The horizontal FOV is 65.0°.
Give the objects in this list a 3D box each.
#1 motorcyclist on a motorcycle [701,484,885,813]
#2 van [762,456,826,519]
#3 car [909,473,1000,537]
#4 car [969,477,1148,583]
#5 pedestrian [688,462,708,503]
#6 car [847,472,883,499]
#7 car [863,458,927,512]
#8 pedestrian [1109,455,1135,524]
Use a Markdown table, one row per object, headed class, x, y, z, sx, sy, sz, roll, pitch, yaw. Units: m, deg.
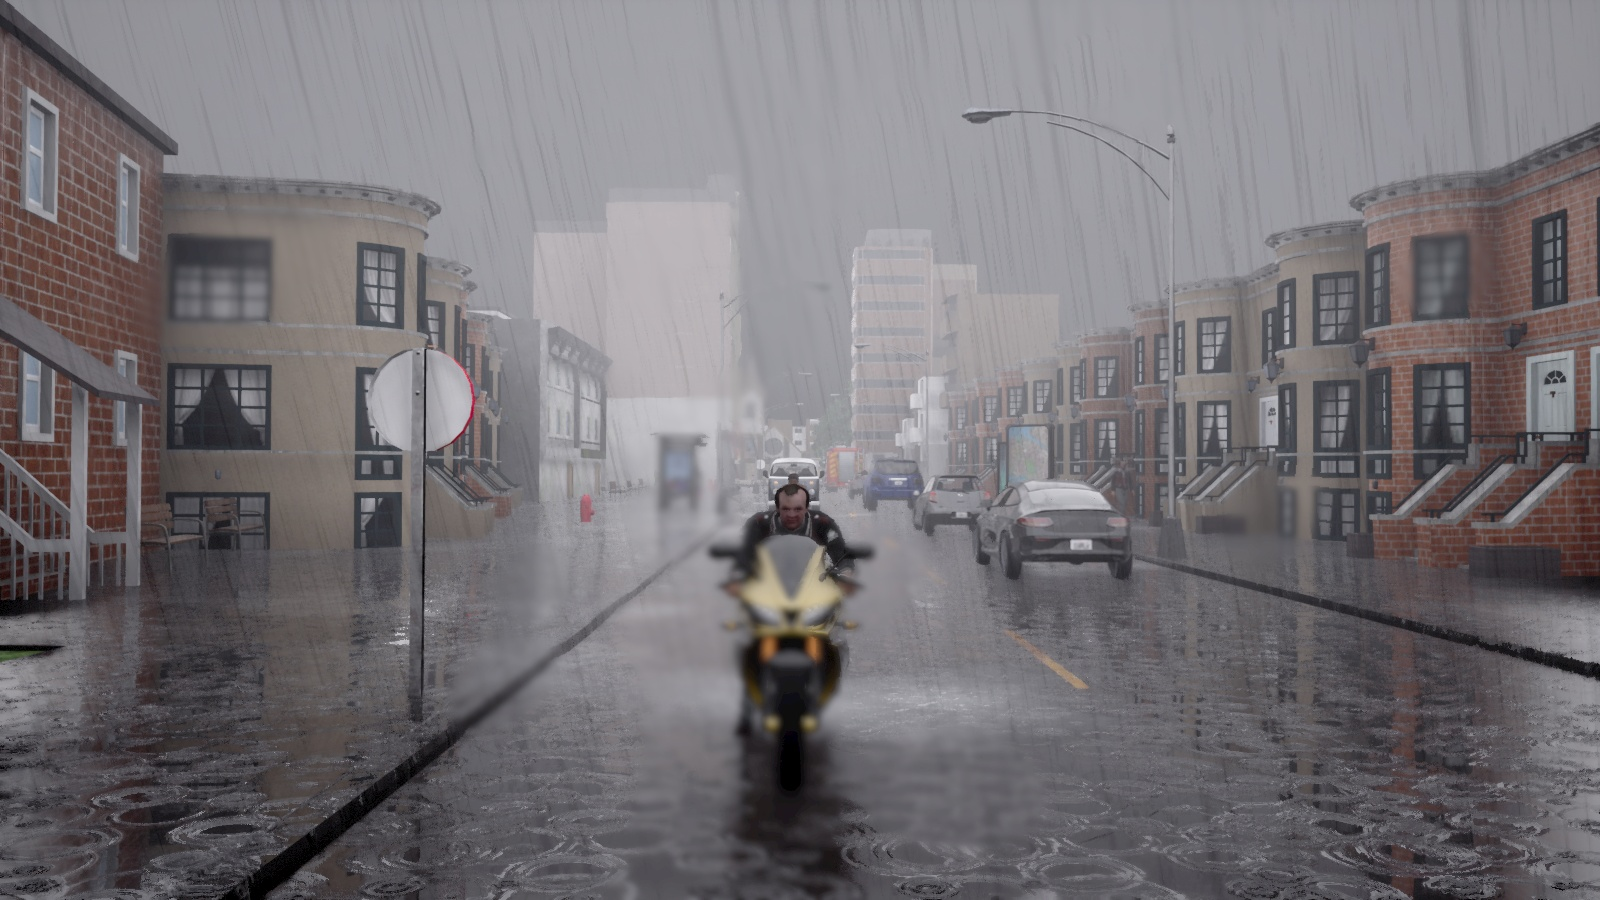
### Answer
| class | x | y | z | sx | sy | sz | roll | pitch | yaw |
| --- | --- | --- | --- | --- | --- | --- | --- | --- | --- |
| motorcyclist on a motorcycle | -0.038 | 0.968 | 7.051 | 0.866 | 1.530 | 2.191 | 0 | -1 | 0 |
| van | -0.204 | 1.267 | 43.472 | 2.069 | 2.038 | 4.480 | 0 | -1 | 0 |
| car | 3.850 | 1.347 | 31.860 | 1.845 | 1.501 | 3.633 | 0 | -1 | 0 |
| car | 3.905 | 1.156 | 19.777 | 1.812 | 1.442 | 4.674 | 0 | -1 | 0 |
| pedestrian | -4.930 | 1.560 | 60.680 | 0.659 | 1.952 | 0.873 | 0 | -1 | 16 |
| car | 3.669 | 2.010 | 71.403 | 1.845 | 1.501 | 3.633 | 0 | -1 | 0 |
| car | 3.764 | 1.368 | 50.703 | 2.150 | 2.045 | 5.566 | 0 | -1 | 0 |
| pedestrian | 8.782 | 1.063 | 34.278 | 0.376 | 1.854 | 0.720 | 0 | -1 | -14 |
